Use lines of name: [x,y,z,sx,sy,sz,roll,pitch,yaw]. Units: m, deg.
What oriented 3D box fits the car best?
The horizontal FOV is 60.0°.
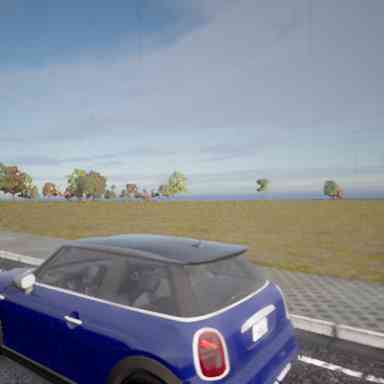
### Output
car: [-1.061,1.357,4.482,4.553,1.767,2.097,0,0,36]
